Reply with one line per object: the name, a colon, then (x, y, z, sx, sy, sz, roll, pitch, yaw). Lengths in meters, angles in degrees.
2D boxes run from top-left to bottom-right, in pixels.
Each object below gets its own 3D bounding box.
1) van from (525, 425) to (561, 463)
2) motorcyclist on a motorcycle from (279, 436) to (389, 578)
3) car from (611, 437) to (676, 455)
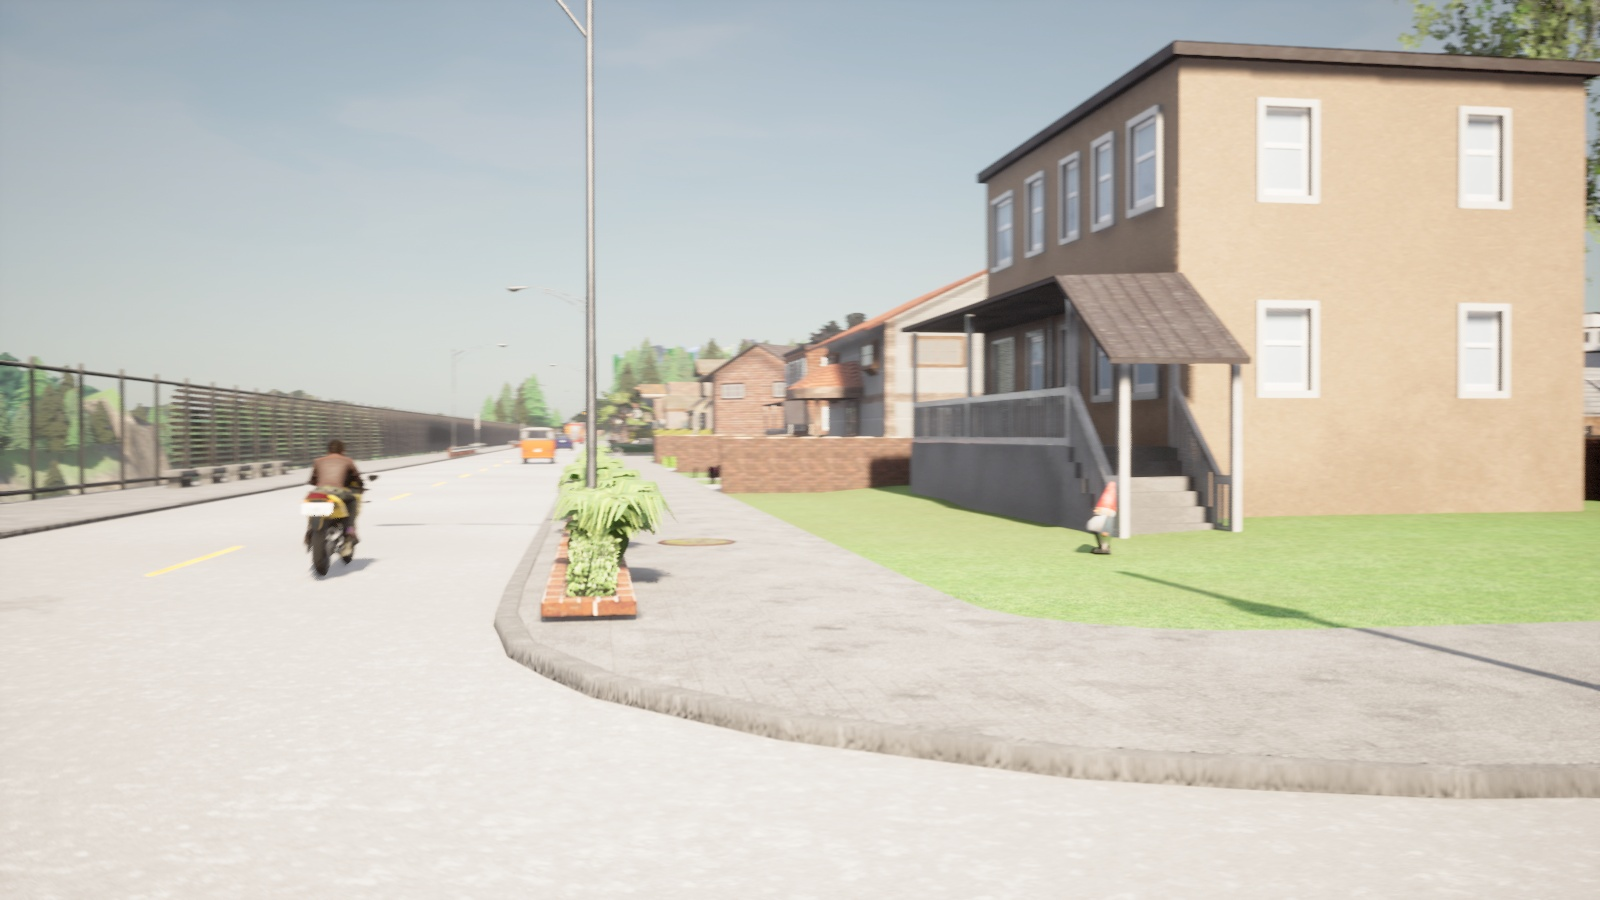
van: (-13.988, -0.360, 68.535, 1.775, 1.987, 4.442, 0, 1, -9)
motorcyclist on a motorcycle: (-5.332, 0.599, 14.497, 0.797, 1.523, 2.044, 0, 1, -9)
car: (-11.500, -0.304, 92.412, 4.718, 1.301, 1.895, 0, 1, -5)
